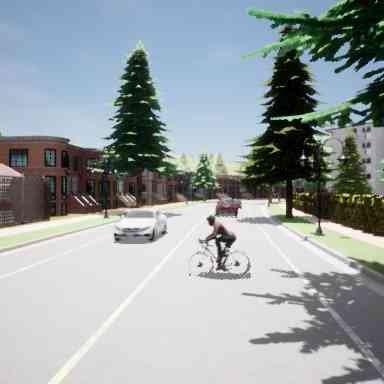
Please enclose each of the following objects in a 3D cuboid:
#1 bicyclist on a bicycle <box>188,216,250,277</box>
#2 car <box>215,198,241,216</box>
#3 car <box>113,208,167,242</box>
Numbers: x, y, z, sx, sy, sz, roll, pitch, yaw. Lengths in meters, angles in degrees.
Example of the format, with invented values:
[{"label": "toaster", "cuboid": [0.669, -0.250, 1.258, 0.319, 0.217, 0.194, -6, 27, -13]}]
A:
[{"label": "bicyclist on a bicycle", "cuboid": [0.693, 1.452, 8.794, 1.656, 1.620, 0.582, -2, 0, 4]}, {"label": "car", "cuboid": [3.406, 1.353, 32.397, 2.097, 1.767, 4.553, 0, 0, 7]}, {"label": "car", "cuboid": [-2.401, 1.525, 16.475, 1.812, 1.442, 4.674, 0, 0, 6]}]
